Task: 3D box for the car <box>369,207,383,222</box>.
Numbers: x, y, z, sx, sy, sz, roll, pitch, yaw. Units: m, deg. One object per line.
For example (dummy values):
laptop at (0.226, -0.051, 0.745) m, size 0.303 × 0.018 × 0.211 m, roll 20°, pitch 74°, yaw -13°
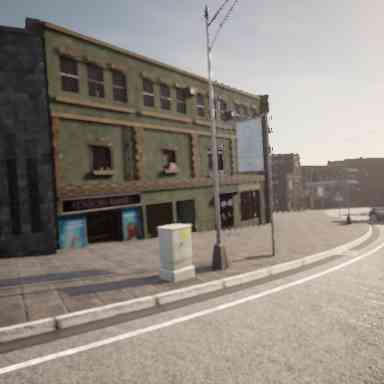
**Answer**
car at (19.548, 2.239, 34.021) m, size 2.128 × 1.511 × 4.902 m, roll -3°, pitch -3°, yaw 16°
